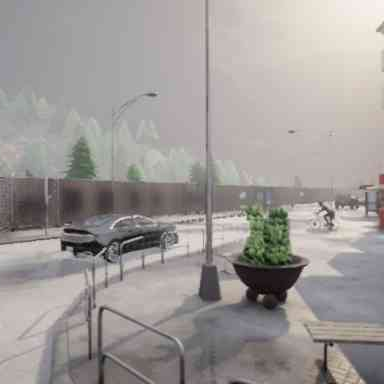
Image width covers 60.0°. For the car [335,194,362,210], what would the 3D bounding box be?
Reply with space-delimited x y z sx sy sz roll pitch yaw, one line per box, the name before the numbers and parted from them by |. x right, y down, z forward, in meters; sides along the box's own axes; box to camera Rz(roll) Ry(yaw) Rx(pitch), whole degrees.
car | 20.873 1.268 44.890 2.150 2.045 5.566 0 0 36

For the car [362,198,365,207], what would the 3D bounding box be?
car | 26.990 1.648 53.466 1.895 1.301 4.718 0 0 36

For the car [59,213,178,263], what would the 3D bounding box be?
car | -2.418 1.536 12.252 2.128 1.511 4.902 -1 0 34

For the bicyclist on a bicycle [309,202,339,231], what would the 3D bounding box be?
bicyclist on a bicycle | 7.446 1.373 18.808 1.656 1.620 0.582 -1 0 35
